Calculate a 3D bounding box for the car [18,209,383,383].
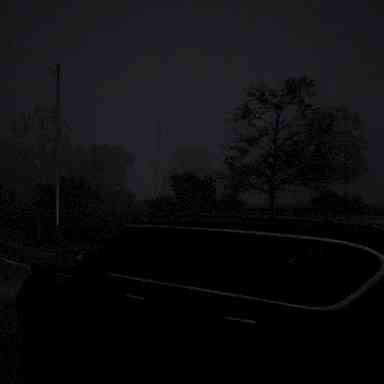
[{"bbox_3d":[0.153,1.230,4.000,5.566,2.045,2.150,0,0,37],"label":"car"}]
